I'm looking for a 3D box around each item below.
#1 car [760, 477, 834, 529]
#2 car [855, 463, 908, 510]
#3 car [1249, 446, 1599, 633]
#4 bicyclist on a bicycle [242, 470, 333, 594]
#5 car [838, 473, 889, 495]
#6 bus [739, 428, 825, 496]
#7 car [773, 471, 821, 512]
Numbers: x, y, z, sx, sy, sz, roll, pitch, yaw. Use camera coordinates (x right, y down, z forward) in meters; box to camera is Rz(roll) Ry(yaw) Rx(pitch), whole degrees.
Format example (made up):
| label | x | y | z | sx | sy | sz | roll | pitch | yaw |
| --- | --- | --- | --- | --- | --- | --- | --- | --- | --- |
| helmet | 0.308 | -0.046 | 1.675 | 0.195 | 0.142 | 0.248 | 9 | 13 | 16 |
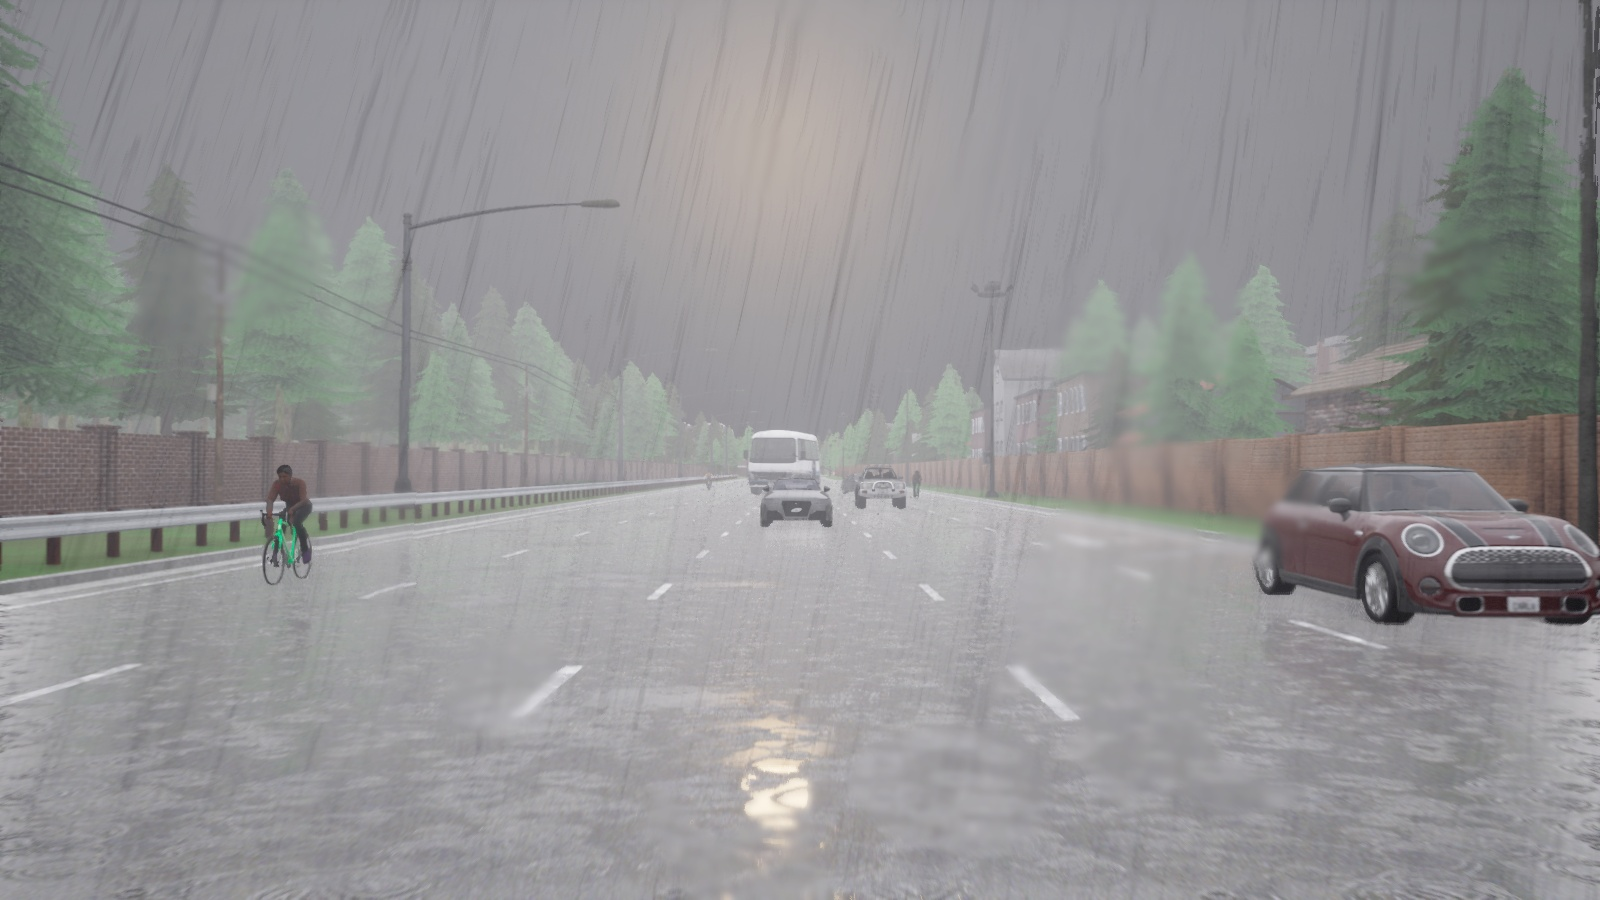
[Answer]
| label | x | y | z | sx | sy | sz | roll | pitch | yaw |
| --- | --- | --- | --- | --- | --- | --- | --- | --- | --- |
| car | -0.089 | 1.483 | 36.062 | 1.994 | 1.385 | 4.181 | 0 | -1 | 0 |
| car | 3.369 | 1.502 | 52.840 | 1.932 | 1.855 | 4.605 | 0 | -1 | 0 |
| car | 6.964 | 0.883 | 14.214 | 2.097 | 1.767 | 4.553 | 0 | -1 | 0 |
| bicyclist on a bicycle | -7.043 | 1.086 | 17.325 | 0.582 | 1.620 | 1.656 | 0 | -1 | 0 |
| car | 4.214 | 2.257 | 84.320 | 2.033 | 1.411 | 5.357 | 0 | -1 | -13 |
| bus | -1.068 | 0.857 | 84.484 | 3.944 | 4.253 | 10.273 | -1 | -1 | 10 |
| car | -0.101 | 1.624 | 49.596 | 1.789 | 1.549 | 3.705 | 0 | -1 | 1 |
